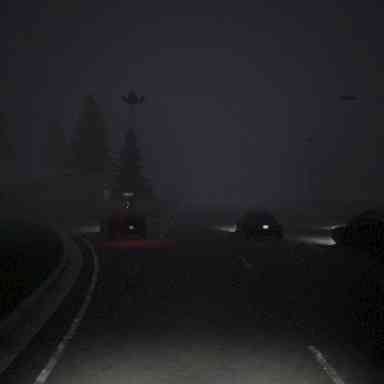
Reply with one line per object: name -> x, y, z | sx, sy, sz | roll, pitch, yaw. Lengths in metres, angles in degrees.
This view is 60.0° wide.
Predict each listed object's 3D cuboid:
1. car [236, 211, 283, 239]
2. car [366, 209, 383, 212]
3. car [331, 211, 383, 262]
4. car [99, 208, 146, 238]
car -> 3.657, 1.725, 18.507 | 1.994, 1.385, 4.181 | 0, -1, 0
car -> 10.645, 1.683, 18.979 | 1.812, 1.442, 4.674 | 0, -1, 0
car -> 7.140, 1.651, 12.472 | 2.033, 1.411, 5.357 | 0, 0, 0
car -> -4.047, 1.652, 18.970 | 1.882, 1.535, 5.008 | 0, -1, -24
